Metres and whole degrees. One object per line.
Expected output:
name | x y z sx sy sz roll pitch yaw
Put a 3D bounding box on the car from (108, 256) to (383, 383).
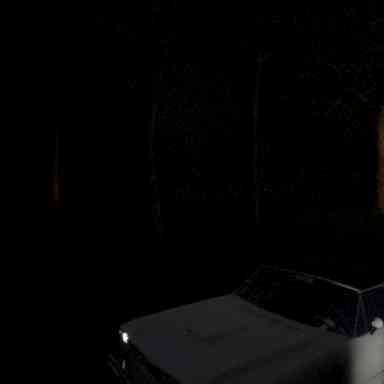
car | 1.470 1.602 4.112 4.718 1.301 1.895 0 0 -35
